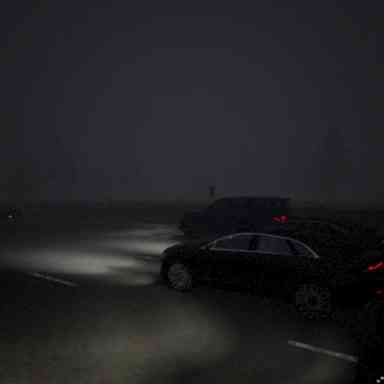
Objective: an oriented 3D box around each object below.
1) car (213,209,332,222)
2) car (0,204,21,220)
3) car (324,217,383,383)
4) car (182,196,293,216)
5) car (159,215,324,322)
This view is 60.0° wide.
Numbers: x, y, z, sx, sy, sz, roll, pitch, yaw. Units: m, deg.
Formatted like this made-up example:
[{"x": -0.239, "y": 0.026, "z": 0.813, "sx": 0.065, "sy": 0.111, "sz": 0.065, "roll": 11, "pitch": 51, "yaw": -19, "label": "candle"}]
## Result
[{"x": 3.365, "y": 1.491, "z": 10.193, "sx": 4.902, "sy": 1.511, "sz": 2.128, "roll": 0, "pitch": 0, "yaw": 36, "label": "car"}, {"x": -16.082, "y": 1.603, "z": 26.738, "sx": 4.718, "sy": 1.301, "sz": 1.895, "roll": 0, "pitch": 0, "yaw": 26, "label": "car"}, {"x": 3.727, "y": 1.224, "z": 1.337, "sx": 5.566, "sy": 2.045, "sz": 2.150, "roll": 0, "pitch": 0, "yaw": 35, "label": "car"}, {"x": 2.007, "y": 1.221, "z": 15.458, "sx": 5.566, "sy": 2.045, "sz": 2.150, "roll": 0, "pitch": 0, "yaw": 35, "label": "car"}, {"x": 1.456, "y": 1.492, "z": 7.253, "sx": 4.902, "sy": 1.511, "sz": 2.128, "roll": 0, "pitch": 0, "yaw": 35, "label": "car"}]
